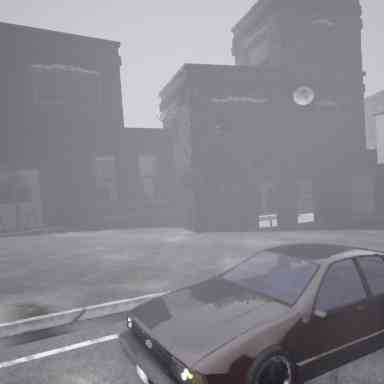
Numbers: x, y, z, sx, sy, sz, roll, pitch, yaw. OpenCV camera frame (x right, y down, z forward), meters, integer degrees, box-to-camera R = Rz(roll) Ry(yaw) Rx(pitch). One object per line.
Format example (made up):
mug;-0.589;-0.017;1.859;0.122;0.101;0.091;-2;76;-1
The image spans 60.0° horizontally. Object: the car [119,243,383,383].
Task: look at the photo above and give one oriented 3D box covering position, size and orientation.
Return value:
car;1.753;1.523;4.888;5.357;1.411;2.033;0;0;-31
